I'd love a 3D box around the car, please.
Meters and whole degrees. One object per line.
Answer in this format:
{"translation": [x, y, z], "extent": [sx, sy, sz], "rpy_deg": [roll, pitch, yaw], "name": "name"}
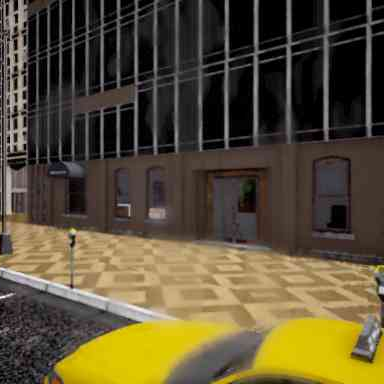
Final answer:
{"translation": [0.882, 1.522, 2.249], "extent": [4.829, 1.417, 1.752], "rpy_deg": [1, 0, 36], "name": "car"}
